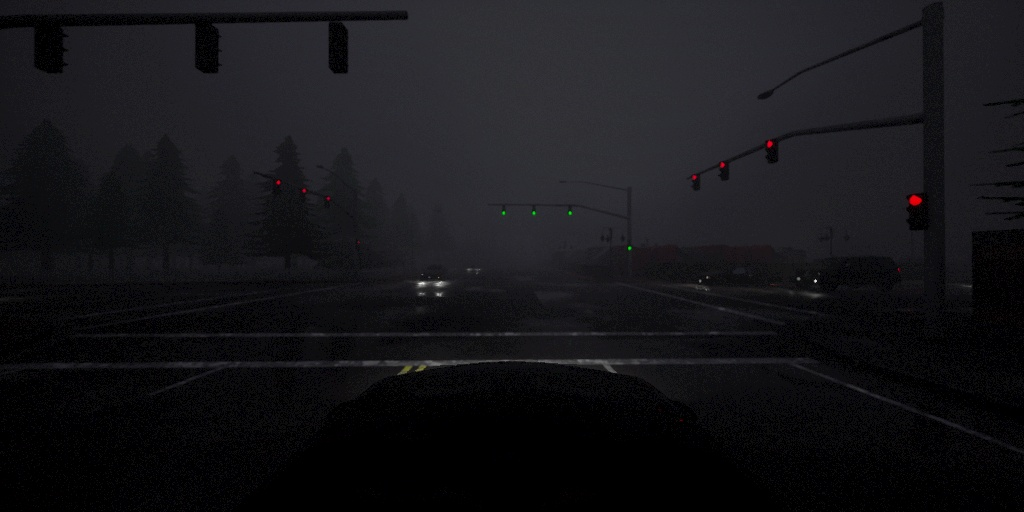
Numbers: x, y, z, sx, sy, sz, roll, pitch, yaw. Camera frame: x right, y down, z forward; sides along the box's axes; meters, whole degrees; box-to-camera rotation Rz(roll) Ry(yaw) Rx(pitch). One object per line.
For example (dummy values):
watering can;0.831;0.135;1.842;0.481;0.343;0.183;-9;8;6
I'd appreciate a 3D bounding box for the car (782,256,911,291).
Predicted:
car;20.163;1.033;21.792;5.566;2.045;2.150;0;0;0

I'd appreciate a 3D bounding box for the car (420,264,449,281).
car;-7.031;1.504;32.834;1.837;1.490;4.892;0;1;0

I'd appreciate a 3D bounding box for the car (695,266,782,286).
car;15.917;1.379;25.259;5.357;1.411;2.033;0;0;0

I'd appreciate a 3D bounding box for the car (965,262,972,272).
car;35.866;1.337;25.417;4.892;1.490;1.837;0;0;0
